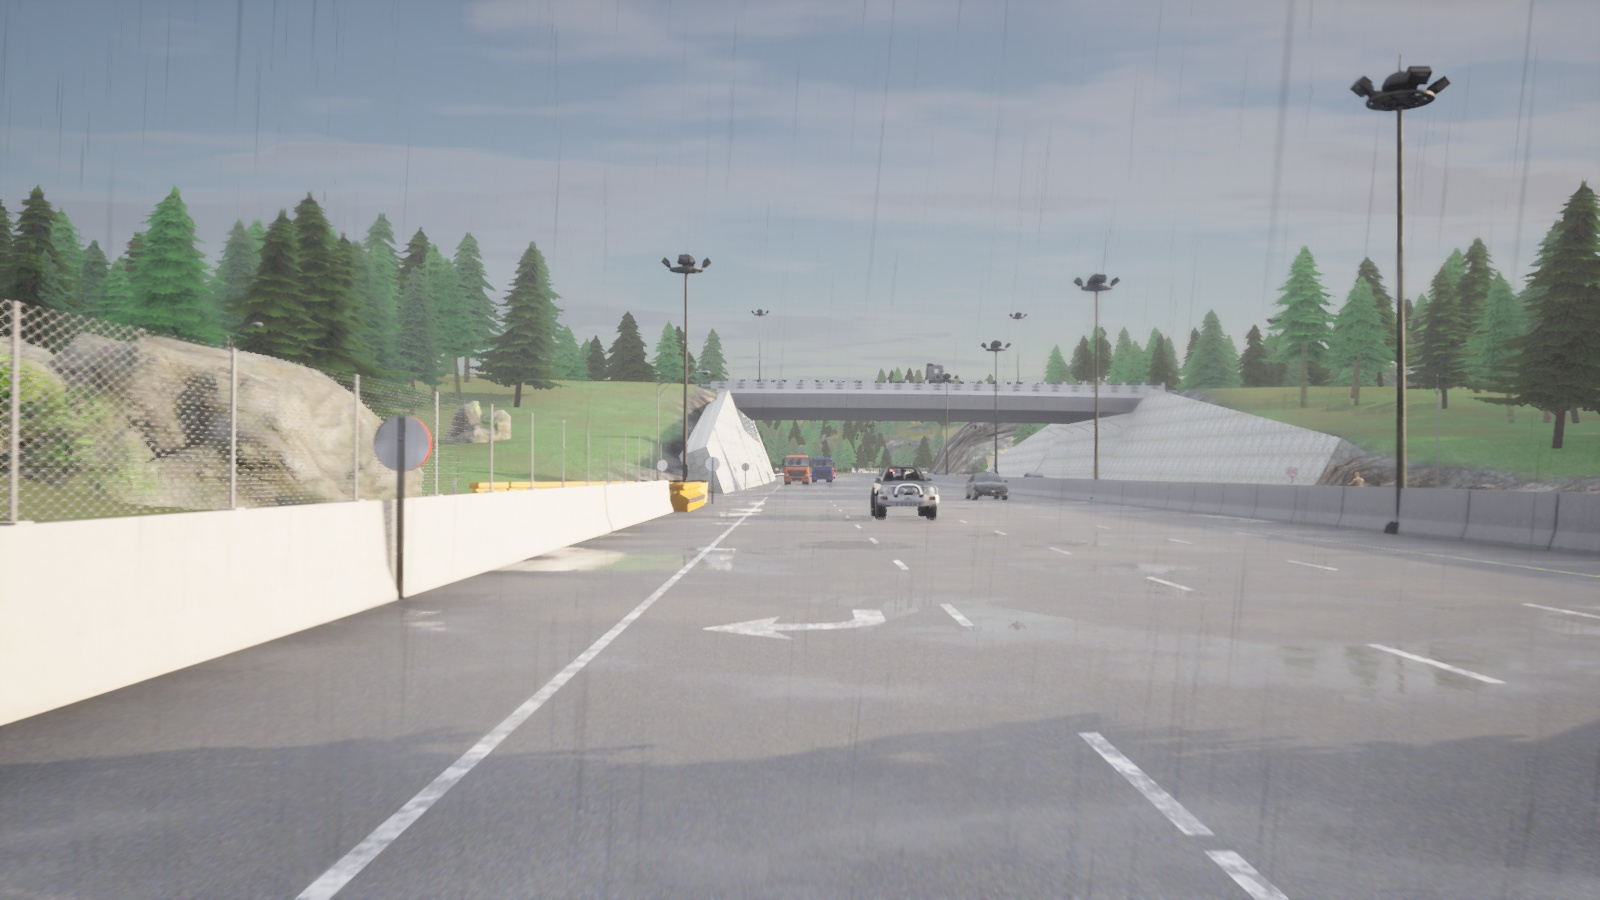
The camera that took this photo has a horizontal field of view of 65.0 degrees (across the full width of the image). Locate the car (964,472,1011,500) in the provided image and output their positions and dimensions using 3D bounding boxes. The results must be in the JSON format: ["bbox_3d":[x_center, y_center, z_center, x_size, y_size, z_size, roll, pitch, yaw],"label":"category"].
[{"bbox_3d":[10.332,1.940,69.430,1.837,1.490,4.892,0,-1,0],"label":"car"}]

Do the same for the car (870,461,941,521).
[{"bbox_3d":[3.399,1.309,41.367,1.932,1.855,4.605,0,-1,0],"label":"car"}]
